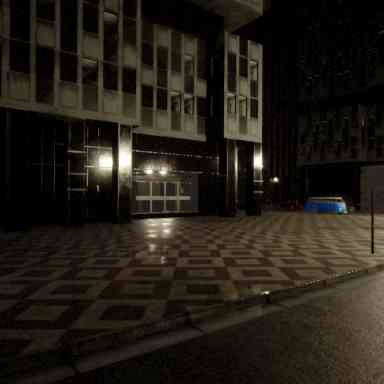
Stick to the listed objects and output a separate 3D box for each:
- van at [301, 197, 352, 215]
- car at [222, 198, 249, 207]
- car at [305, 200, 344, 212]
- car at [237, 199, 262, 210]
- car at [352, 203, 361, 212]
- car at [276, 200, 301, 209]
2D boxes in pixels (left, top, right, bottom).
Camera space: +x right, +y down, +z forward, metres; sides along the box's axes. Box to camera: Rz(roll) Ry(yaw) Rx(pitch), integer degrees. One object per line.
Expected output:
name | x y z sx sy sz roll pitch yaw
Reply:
van | 13.739 1.431 34.157 1.690 1.788 3.998 0 0 -36
car | 7.432 1.847 57.640 1.752 1.417 4.829 0 0 -36
car | 17.385 1.756 43.716 2.008 1.369 4.403 0 0 -36
car | 7.170 1.712 43.347 1.887 1.381 4.507 0 0 -36
car | 20.669 1.732 39.120 1.947 1.339 4.313 0 0 -36
car | 14.100 1.826 48.311 1.802 1.307 4.206 0 0 -36
